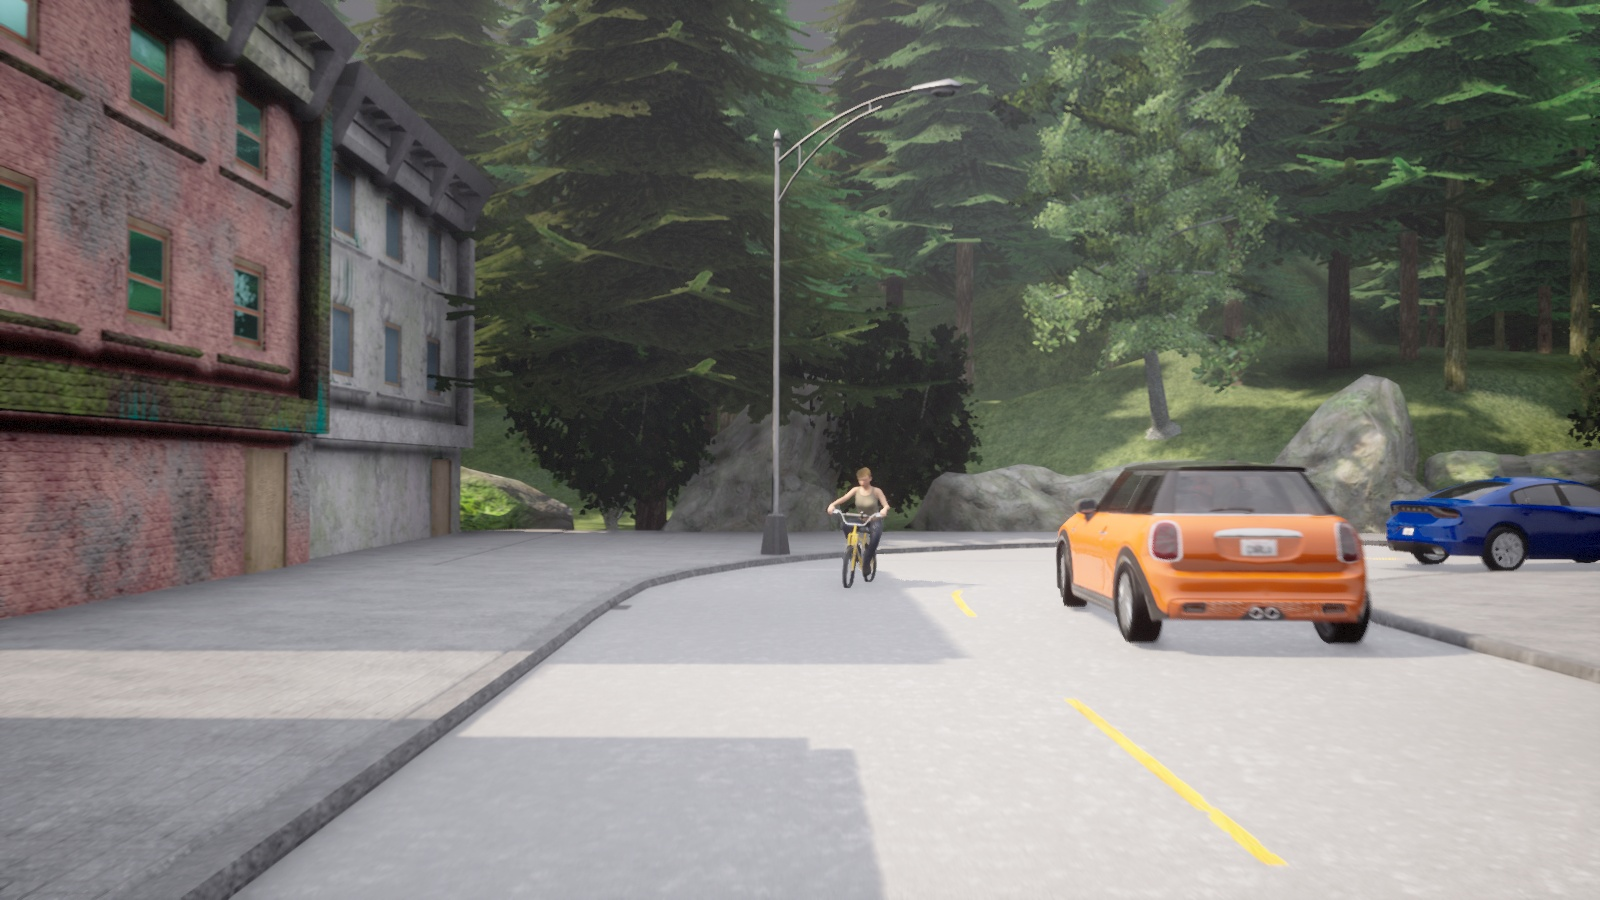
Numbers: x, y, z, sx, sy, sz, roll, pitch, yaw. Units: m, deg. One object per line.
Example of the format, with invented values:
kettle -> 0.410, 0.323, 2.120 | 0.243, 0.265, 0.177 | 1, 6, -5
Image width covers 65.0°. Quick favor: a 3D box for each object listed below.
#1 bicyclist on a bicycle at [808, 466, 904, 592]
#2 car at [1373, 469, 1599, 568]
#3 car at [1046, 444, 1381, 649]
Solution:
bicyclist on a bicycle -> 0.787, 1.037, 17.117 | 0.866, 1.612, 1.509 | 2, 0, 19
car -> 12.424, 1.094, 20.976 | 5.008, 1.535, 1.882 | 0, -1, -10
car -> 4.031, 0.878, 13.170 | 2.097, 1.767, 4.553 | 0, -1, 2
